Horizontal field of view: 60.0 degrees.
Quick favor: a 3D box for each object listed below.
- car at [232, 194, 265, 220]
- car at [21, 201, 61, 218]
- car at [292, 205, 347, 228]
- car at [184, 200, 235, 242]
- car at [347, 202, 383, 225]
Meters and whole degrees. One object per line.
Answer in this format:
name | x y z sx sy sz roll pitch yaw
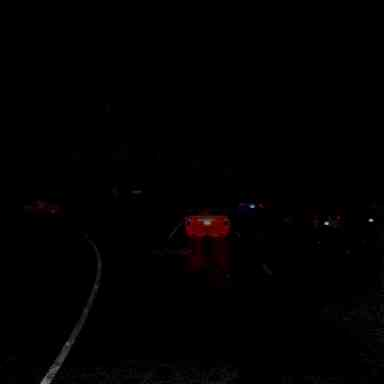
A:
car | 4.613 1.184 27.553 2.150 2.045 5.566 -1 0 2
car | -14.638 1.611 32.070 5.008 1.535 1.882 -1 0 39
car | 7.914 1.534 21.571 1.895 1.301 4.718 -1 0 2
car | 0.731 1.347 16.422 2.097 1.767 4.553 -1 0 2
car | 11.478 1.502 23.410 1.895 1.301 4.718 -1 0 2
